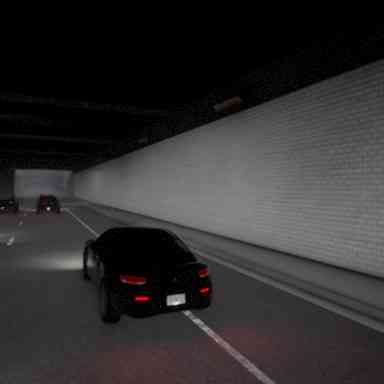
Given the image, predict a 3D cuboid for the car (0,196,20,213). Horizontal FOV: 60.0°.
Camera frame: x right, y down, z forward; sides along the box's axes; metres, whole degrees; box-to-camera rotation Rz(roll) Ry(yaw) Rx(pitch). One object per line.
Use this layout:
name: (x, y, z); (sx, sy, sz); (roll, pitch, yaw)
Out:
car: (-16.317, 1.053, 29.231); (2.128, 1.511, 4.902); (0, 1, -24)

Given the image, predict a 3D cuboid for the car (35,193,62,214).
car: (-12.846, 1.089, 29.780); (1.837, 1.490, 4.892); (0, 1, -23)

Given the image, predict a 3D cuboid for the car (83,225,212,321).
car: (-1.193, 1.440, 7.146); (1.812, 1.442, 4.674); (0, 1, -24)

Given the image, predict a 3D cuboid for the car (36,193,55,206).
car: (-18.247, 0.906, 41.543); (2.128, 1.511, 4.902); (0, 1, -23)
